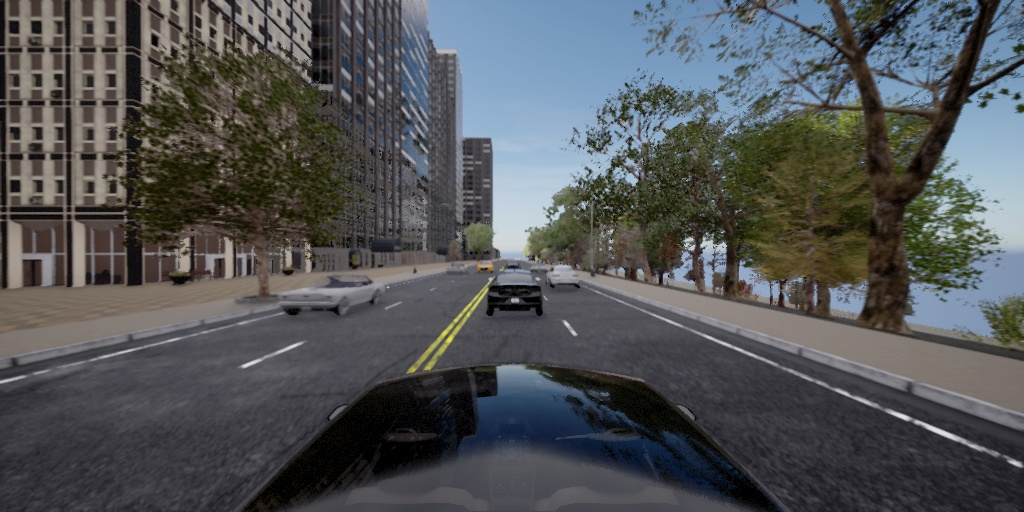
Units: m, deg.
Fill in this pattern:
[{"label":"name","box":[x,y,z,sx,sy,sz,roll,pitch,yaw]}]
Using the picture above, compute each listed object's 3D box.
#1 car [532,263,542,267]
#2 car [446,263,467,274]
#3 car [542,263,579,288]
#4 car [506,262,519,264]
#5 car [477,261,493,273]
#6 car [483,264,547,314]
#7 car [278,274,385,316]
[{"label":"car","box":[3.333,1.482,45.895,1.895,1.301,4.718,0,0,0]},{"label":"car","box":[-6.602,1.472,42.792,1.895,1.301,4.718,0,0,0]},{"label":"car","box":[3.330,1.337,24.176,1.812,1.442,4.674,0,0,0]},{"label":"car","box":[0.087,1.363,38.488,1.837,1.490,4.892,0,0,0]},{"label":"car","box":[-3.342,1.357,45.453,1.882,1.535,5.008,0,0,0]},{"label":"car","box":[0.095,1.260,13.893,1.882,1.535,5.008,0,0,0]},{"label":"car","box":[-6.568,1.383,13.651,1.895,1.301,4.718,0,0,0]}]
